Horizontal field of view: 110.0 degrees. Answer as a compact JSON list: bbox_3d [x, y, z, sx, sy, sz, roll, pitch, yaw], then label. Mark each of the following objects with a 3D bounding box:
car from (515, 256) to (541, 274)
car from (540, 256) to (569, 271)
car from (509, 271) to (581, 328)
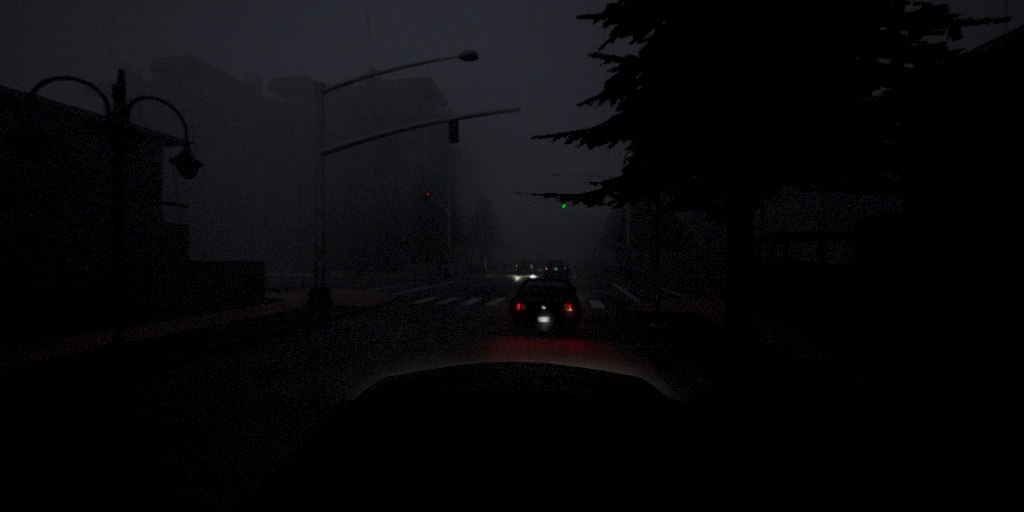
[{"bbox_3d":[1.654,1.098,40.041,2.097,1.767,4.553,0,0,10],"label":"car"},{"bbox_3d":[3.964,1.113,31.662,2.097,1.767,4.553,0,0,9],"label":"car"},{"bbox_3d":[1.120,1.343,11.411,1.895,1.301,4.718,0,0,7],"label":"car"}]
